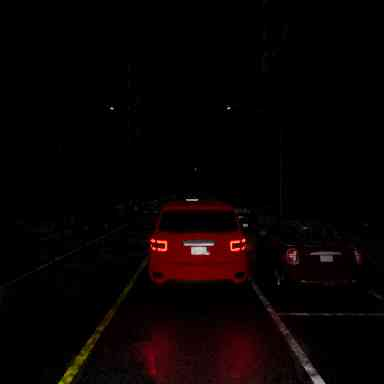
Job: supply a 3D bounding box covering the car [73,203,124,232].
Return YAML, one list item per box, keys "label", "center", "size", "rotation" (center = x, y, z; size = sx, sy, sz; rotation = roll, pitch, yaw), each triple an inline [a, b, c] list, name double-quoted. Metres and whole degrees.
- label: "car"
  center: [-5.662, 1.567, 20.005]
  size: [1.947, 1.339, 4.313]
  rotation: [0, 0, 0]

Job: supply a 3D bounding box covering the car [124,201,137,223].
- label: "car"
  center: [-5.660, 1.584, 25.506]
  size: [1.802, 1.307, 4.206]
  rotation: [0, 0, 0]

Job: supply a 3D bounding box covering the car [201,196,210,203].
- label: "car"
  center: [2.933, 1.579, 73.673]
  size: [1.752, 1.417, 4.829]
  rotation: [0, 0, 0]

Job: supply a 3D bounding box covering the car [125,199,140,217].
- label: "car"
  center: [-5.657, 1.443, 31.008]
  size: [1.967, 1.590, 4.097]
  rotation: [0, 0, 0]

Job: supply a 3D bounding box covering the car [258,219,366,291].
- label: "car"
  center: [2.858, 1.440, 8.998]
  size: [1.967, 1.590, 4.097]
  rotation: [0, 0, 0]

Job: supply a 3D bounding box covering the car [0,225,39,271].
- label: "car"
  center: [-5.667, 1.582, 9.002]
  size: [1.802, 1.307, 4.206]
  rotation: [0, 0, 0]

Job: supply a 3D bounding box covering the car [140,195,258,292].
- label: "car"
  center: [0.108, 1.221, 9.082]
  size: [2.150, 2.045, 5.566]
  rotation: [0, 0, -1]

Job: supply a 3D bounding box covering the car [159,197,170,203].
- label: "car"
  center: [-5.604, 1.626, 68.111]
  size: [1.802, 1.307, 4.206]
  rotation: [0, 0, 0]

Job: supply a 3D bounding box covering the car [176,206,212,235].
- label: "car"
  center: [0.108, 1.602, 19.852]
  size: [1.895, 1.301, 4.718]
  rotation: [0, 0, 0]

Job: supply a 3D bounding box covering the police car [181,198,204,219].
- label: "police car"
  center: [0.014, 1.428, 30.116]
  size: [1.930, 1.638, 5.238]
  rotation: [0, 0, 0]

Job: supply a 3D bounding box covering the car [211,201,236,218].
- label: "car"
  center: [2.869, 1.569, 31.003]
  size: [1.947, 1.339, 4.313]
  rotation: [0, 0, 0]

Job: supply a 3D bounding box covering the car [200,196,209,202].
- label: "car"
  center: [2.946, 1.616, 78.911]
  size: [2.008, 1.369, 4.403]
  rotation: [0, 0, 0]

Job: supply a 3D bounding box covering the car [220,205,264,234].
- label: "car"
  center: [2.863, 1.552, 20.001]
  size: [2.008, 1.369, 4.403]
  rotation: [0, 0, 0]
